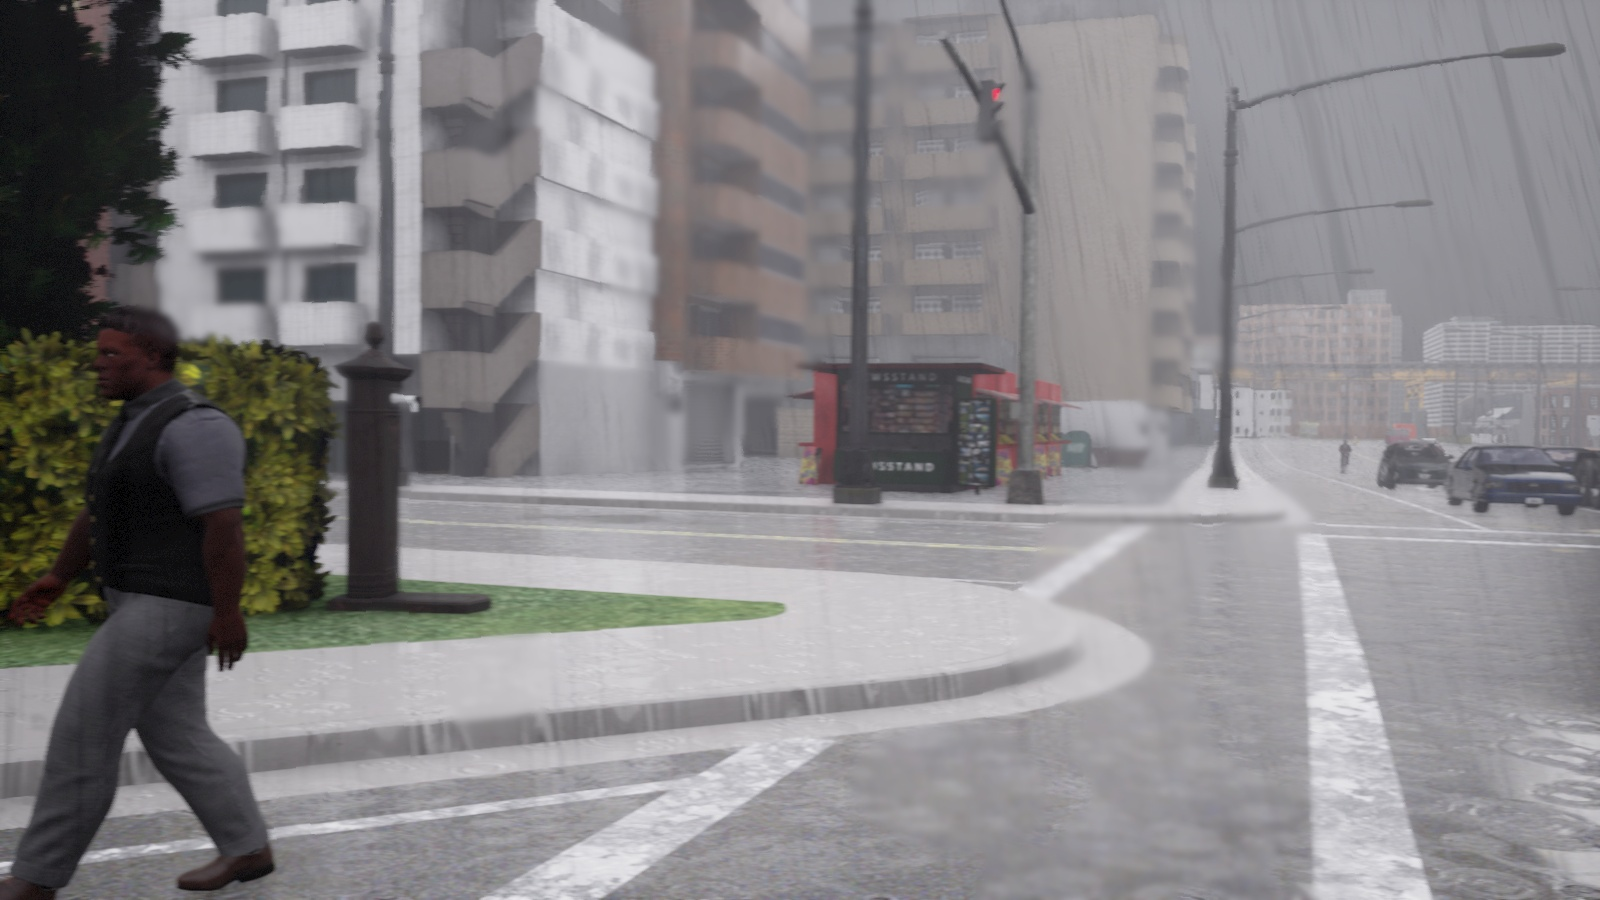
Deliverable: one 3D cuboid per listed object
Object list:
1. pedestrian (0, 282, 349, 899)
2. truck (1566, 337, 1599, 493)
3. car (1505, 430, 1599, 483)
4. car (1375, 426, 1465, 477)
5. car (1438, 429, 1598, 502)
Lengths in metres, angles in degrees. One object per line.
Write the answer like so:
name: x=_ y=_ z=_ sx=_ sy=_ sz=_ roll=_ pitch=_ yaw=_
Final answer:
pedestrian: x=-1.897 y=0.494 z=3.768 sx=0.849 sy=1.883 sz=0.563 roll=-2 pitch=2 yaw=-41
truck: x=18.850 y=-0.766 z=26.505 sx=2.891 sy=3.462 sz=7.936 roll=0 pitch=1 yaw=19
car: x=22.220 y=0.153 z=36.503 sx=2.033 sy=1.411 sz=5.357 roll=0 pitch=0 yaw=19
car: x=19.805 y=0.035 z=40.305 sx=2.007 sy=1.525 sz=4.514 roll=0 pitch=0 yaw=19
car: x=15.427 y=0.269 z=27.298 sx=2.033 sy=1.411 sz=5.357 roll=0 pitch=1 yaw=19
